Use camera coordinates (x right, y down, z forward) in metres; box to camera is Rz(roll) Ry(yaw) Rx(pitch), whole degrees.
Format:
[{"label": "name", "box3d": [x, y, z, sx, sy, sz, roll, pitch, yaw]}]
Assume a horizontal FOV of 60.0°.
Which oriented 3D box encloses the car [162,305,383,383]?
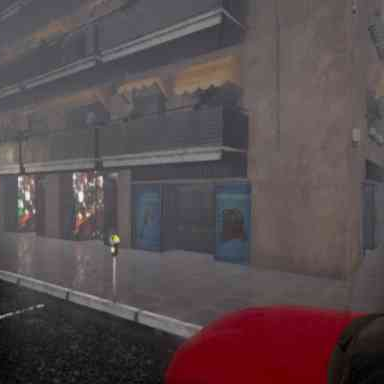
[{"label": "car", "box3d": [2.038, 1.316, 1.422, 5.009, 1.841, 2.192, 0, 0, 36]}]
